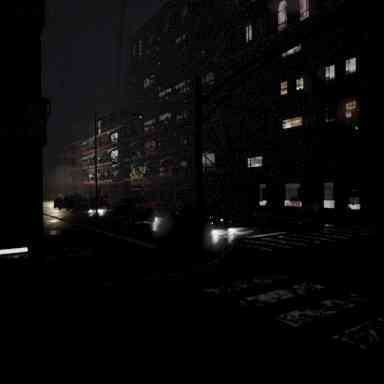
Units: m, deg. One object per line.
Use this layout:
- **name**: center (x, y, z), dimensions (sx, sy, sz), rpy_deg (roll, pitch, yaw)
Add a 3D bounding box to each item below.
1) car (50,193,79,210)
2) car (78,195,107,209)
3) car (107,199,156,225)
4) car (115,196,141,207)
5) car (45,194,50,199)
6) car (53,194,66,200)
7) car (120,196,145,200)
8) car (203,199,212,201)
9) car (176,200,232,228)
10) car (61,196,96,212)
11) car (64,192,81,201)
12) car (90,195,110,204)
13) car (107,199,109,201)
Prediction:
- **car**: center (-15.756, 1.313, 41.123), dimensions (1.967, 1.590, 4.097), rpy_deg (-1, 1, -35)
- **car**: center (-12.383, 1.405, 40.820), dimensions (1.994, 1.385, 4.181), rpy_deg (-1, 1, -34)
- **car**: center (-4.301, 1.509, 24.251), dimensions (1.887, 1.381, 4.507), rpy_deg (-1, 1, -35)
- **car**: center (-8.951, 1.266, 46.015), dimensions (1.752, 1.417, 4.829), rpy_deg (-1, 1, -35)
- **car**: center (-34.720, 1.075, 83.466), dimensions (1.752, 1.417, 4.829), rpy_deg (-1, 1, -35)
- **car**: center (-31.403, 1.124, 78.645), dimensions (2.008, 1.369, 4.403), rpy_deg (-1, 1, -35)
- **car**: center (-5.034, 1.251, 30.104), dimensions (2.097, 1.767, 4.553), rpy_deg (-1, 1, -35)
- **car**: center (0.893, 1.360, 31.894), dimensions (1.887, 1.381, 4.507), rpy_deg (-1, 1, -35)
- **car**: center (0.690, 1.508, 21.793), dimensions (1.994, 1.385, 4.181), rpy_deg (-1, 1, -34)
- **car**: center (-12.534, 1.448, 36.443), dimensions (2.008, 1.369, 4.403), rpy_deg (-1, 1, -35)
- **car**: center (-24.962, 0.935, 69.280), dimensions (2.192, 1.841, 5.009), rpy_deg (-1, 1, -35)
- **car**: center (-15.393, 1.217, 55.378), dimensions (1.752, 1.417, 4.829), rpy_deg (-1, 1, -35)
- **car**: center (-13.746, 1.267, 48.323), dimensions (1.837, 1.490, 4.892), rpy_deg (-1, 1, -34)
